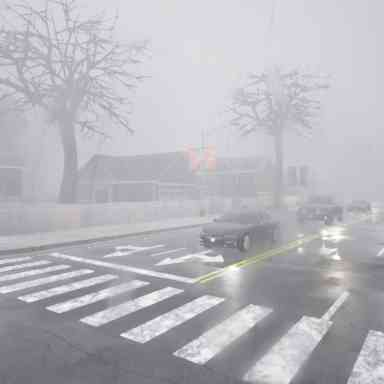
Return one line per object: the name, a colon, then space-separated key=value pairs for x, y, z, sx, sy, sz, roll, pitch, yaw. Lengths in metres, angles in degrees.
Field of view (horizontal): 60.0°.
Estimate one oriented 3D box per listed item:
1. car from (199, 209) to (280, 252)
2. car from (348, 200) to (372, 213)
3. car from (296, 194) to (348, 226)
car: x=2.180 y=1.508 z=14.137 sx=1.837 sy=1.490 sz=4.892 roll=0 pitch=0 yaw=36
car: x=18.471 y=1.534 z=36.601 sx=2.033 sy=1.411 sz=5.357 roll=0 pitch=0 yaw=36
car: x=9.402 y=1.220 z=24.128 sx=2.150 sy=2.045 sz=5.566 roll=0 pitch=0 yaw=36
